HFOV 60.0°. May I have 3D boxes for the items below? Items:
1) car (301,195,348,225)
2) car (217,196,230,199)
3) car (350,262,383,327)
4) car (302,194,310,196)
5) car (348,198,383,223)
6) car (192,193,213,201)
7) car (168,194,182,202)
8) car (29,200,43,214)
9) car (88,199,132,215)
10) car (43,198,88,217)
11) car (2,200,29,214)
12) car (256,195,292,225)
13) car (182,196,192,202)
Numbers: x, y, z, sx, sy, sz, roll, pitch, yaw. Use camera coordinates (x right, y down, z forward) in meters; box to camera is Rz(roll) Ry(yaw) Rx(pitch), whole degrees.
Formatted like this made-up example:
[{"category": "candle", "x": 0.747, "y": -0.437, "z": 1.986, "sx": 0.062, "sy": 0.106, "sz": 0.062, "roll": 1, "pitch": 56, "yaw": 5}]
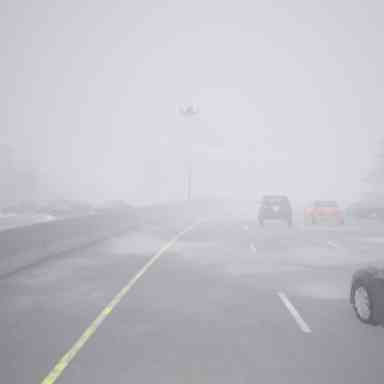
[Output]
[{"category": "car", "x": 9.594, "y": 1.363, "z": 24.516, "sx": 2.097, "sy": 1.767, "sz": 4.553, "roll": 0, "pitch": 0, "yaw": 11}, {"category": "car", "x": 6.772, "y": 1.501, "z": 69.649, "sx": 2.033, "sy": 1.411, "sz": 5.357, "roll": 0, "pitch": 0, "yaw": 28}, {"category": "car", "x": 3.757, "y": 1.515, "z": 4.179, "sx": 1.837, "sy": 1.490, "sz": 4.892, "roll": 0, "pitch": 0, "yaw": 2}, {"category": "car", "x": 31.038, "y": 1.379, "z": 89.698, "sx": 2.097, "sy": 1.767, "sz": 4.553, "roll": 0, "pitch": 0, "yaw": 39}, {"category": "car", "x": 13.483, "y": 1.500, "z": 26.163, "sx": 1.882, "sy": 1.535, "sz": 5.008, "roll": 0, "pitch": 0, "yaw": 11}, {"category": "car", "x": 2.611, "y": 1.169, "z": 69.152, "sx": 2.150, "sy": 2.045, "sz": 5.566, "roll": 0, "pitch": 0, "yaw": 26}, {"category": "car", "x": -3.474, "y": 1.279, "z": 72.642, "sx": 2.097, "sy": 1.767, "sz": 4.553, "roll": 0, "pitch": 0, "yaw": 26}, {"category": "car", "x": -13.723, "y": 1.431, "z": 33.581, "sx": 1.837, "sy": 1.490, "sz": 4.892, "roll": 0, "pitch": 0, "yaw": 13}, {"category": "car", "x": -7.220, "y": 1.428, "z": 30.629, "sx": 1.882, "sy": 1.535, "sz": 5.008, "roll": 0, "pitch": 0, "yaw": 13}, {"category": "car", "x": -10.843, "y": 1.486, "z": 30.558, "sx": 2.033, "sy": 1.411, "sz": 5.357, "roll": 0, "pitch": 0, "yaw": 12}, {"category": "car", "x": -17.220, "y": 1.478, "z": 33.951, "sx": 1.994, "sy": 1.385, "sz": 4.181, "roll": 0, "pitch": 0, "yaw": 13}, {"category": "car", "x": 5.912, "y": 1.221, "z": 24.061, "sx": 2.150, "sy": 2.045, "sz": 5.566, "roll": 0, "pitch": 0, "yaw": 10}, {"category": "car", "x": 0.311, "y": 1.462, "z": 72.389, "sx": 1.812, "sy": 1.442, "sz": 4.674, "roll": 0, "pitch": 0, "yaw": 26}]
